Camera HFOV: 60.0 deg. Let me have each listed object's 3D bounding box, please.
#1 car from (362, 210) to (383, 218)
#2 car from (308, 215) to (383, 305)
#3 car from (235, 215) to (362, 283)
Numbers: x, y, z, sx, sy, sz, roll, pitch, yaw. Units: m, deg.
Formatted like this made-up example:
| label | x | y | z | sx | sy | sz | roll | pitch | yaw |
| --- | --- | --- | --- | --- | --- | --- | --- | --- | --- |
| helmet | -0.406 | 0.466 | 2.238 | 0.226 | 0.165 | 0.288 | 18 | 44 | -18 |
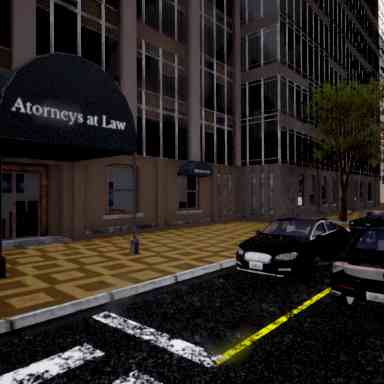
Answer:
| label | x | y | z | sx | sy | sz | roll | pitch | yaw |
| --- | --- | --- | --- | --- | --- | --- | --- | --- | --- |
| car | 9.936 | 1.636 | 17.696 | 1.895 | 1.301 | 4.718 | -1 | -1 | 41 |
| car | 4.587 | 1.496 | 7.232 | 2.128 | 1.511 | 4.902 | -1 | 0 | 41 |
| car | 3.172 | 1.523 | 9.945 | 2.128 | 1.511 | 4.902 | -1 | 0 | 41 |
